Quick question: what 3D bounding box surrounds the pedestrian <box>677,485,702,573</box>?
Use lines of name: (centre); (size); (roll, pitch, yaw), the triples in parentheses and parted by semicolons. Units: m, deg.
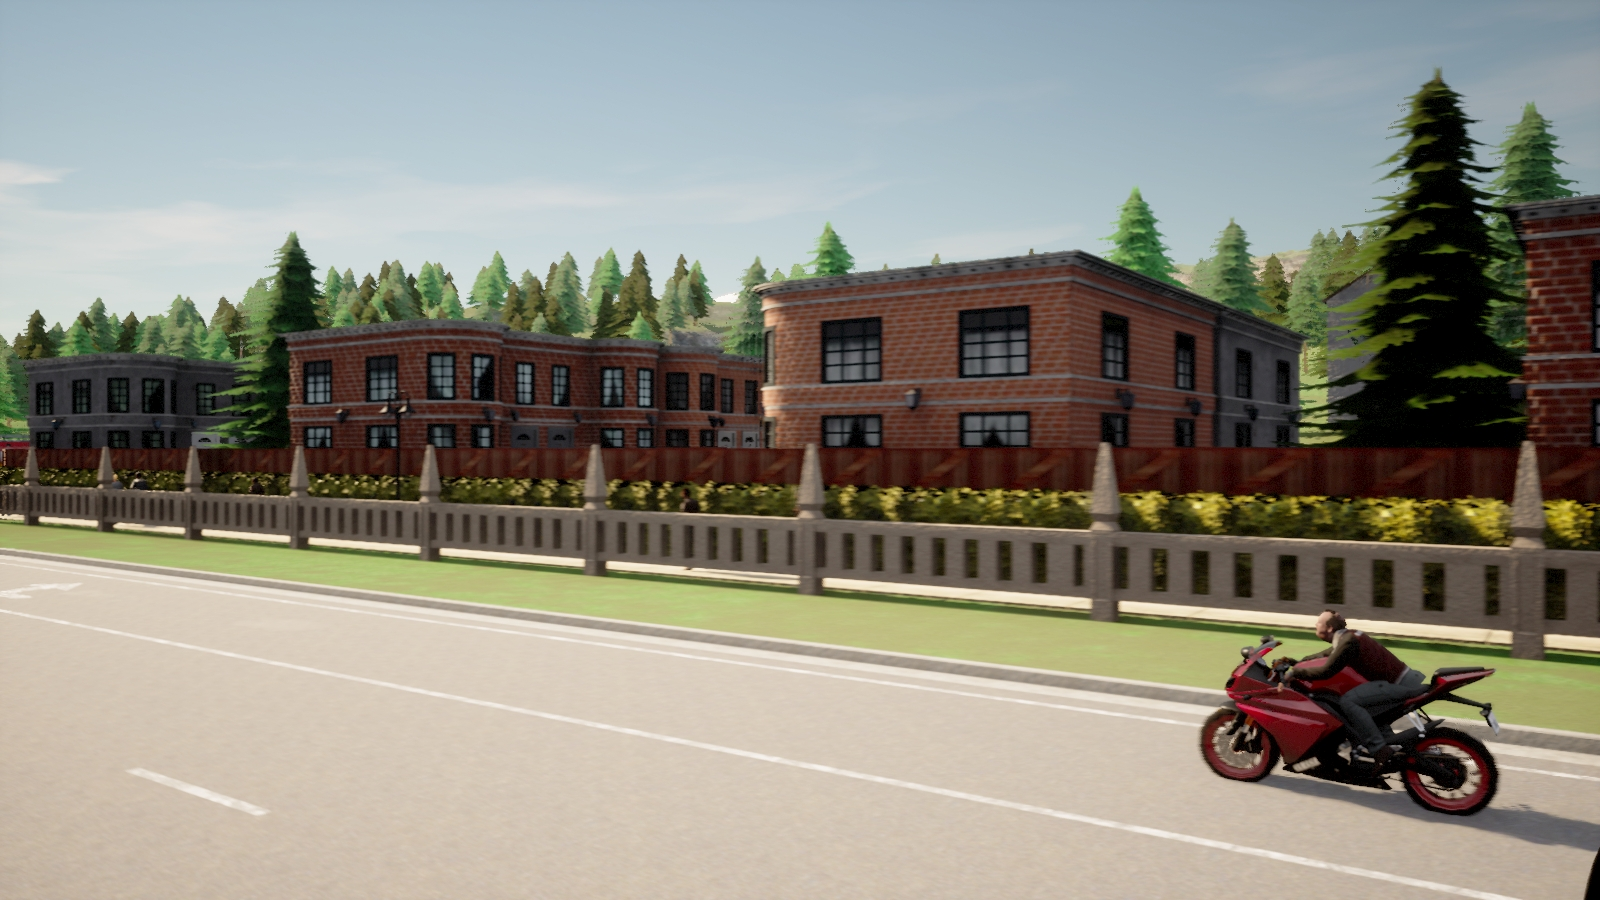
pedestrian: (-2.385, 1.697, 24.609); (0.375, 1.860, 0.375); (0, 0, 35)

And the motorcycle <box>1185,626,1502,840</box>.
motorcycle: (4.369, 2.205, 9.271); (2.209, 1.251, 0.867); (0, 0, 35)

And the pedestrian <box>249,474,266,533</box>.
pedestrian: (-17.353, 1.697, 36.536); (0.375, 1.860, 0.375); (0, 0, 36)

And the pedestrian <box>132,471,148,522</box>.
pedestrian: (-24.067, 1.697, 41.669); (0.375, 1.860, 0.375); (0, 0, 34)
